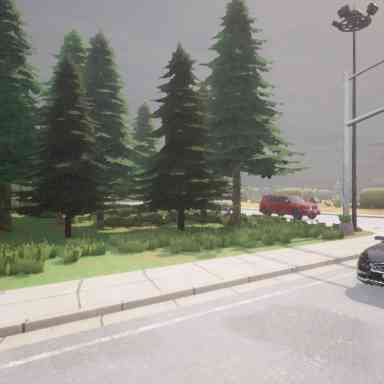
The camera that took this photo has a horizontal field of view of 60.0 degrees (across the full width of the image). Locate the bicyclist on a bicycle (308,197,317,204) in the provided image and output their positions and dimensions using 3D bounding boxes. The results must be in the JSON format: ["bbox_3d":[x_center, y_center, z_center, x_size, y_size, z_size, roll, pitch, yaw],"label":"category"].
[{"bbox_3d":[12.903,1.327,35.575,1.656,1.620,0.582,0,0,-34],"label":"bicyclist on a bicycle"}]

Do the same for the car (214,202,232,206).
[{"bbox_3d":[2.507,1.518,37.499,2.128,1.511,4.902,0,0,-34],"label":"car"}]

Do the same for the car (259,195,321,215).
[{"bbox_3d":[8.346,1.248,28.993,2.150,2.045,5.566,0,0,-34],"label":"car"}]

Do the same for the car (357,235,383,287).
[{"bbox_3d":[6.034,1.505,8.326,4.892,1.490,1.837,0,0,-36],"label":"car"}]
